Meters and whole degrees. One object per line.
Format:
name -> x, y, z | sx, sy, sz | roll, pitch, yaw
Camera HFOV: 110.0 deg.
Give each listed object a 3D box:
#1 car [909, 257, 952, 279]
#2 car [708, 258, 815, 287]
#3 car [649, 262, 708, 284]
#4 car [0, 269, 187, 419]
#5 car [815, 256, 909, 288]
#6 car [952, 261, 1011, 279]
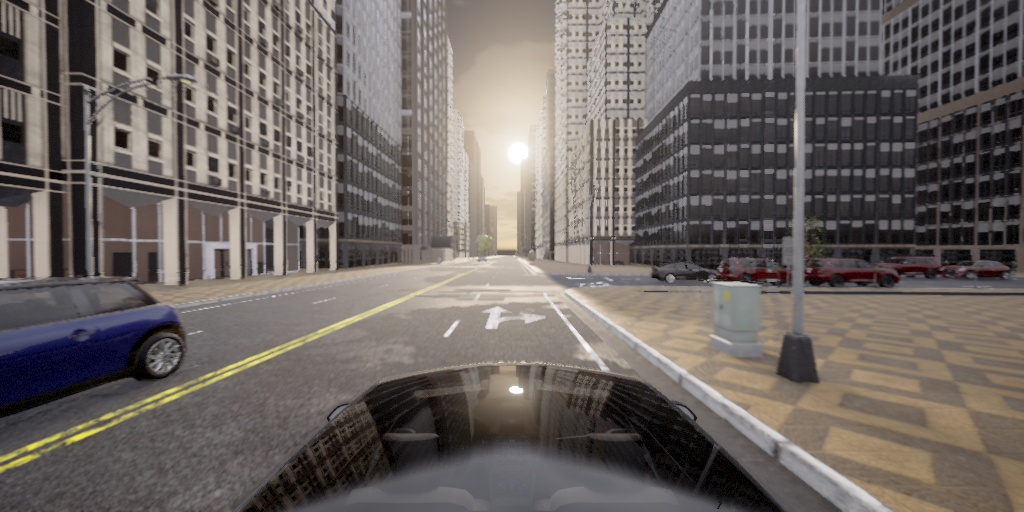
car -> 33.066, 0.963, 30.345 | 5.009, 1.841, 2.192 | 0, 0, 3
car -> 15.994, 1.062, 23.249 | 5.009, 1.841, 2.192 | 0, 0, 3
car -> 12.594, 1.198, 26.096 | 4.892, 1.490, 1.837 | 0, 1, 3
car -> -6.583, 1.090, 4.125 | 2.097, 1.767, 4.553 | 0, 0, 0
car -> 21.549, 1.072, 23.051 | 5.009, 1.841, 2.192 | 0, 0, 3
car -> 38.617, 1.101, 30.051 | 4.097, 1.591, 1.967 | 0, 0, 3
